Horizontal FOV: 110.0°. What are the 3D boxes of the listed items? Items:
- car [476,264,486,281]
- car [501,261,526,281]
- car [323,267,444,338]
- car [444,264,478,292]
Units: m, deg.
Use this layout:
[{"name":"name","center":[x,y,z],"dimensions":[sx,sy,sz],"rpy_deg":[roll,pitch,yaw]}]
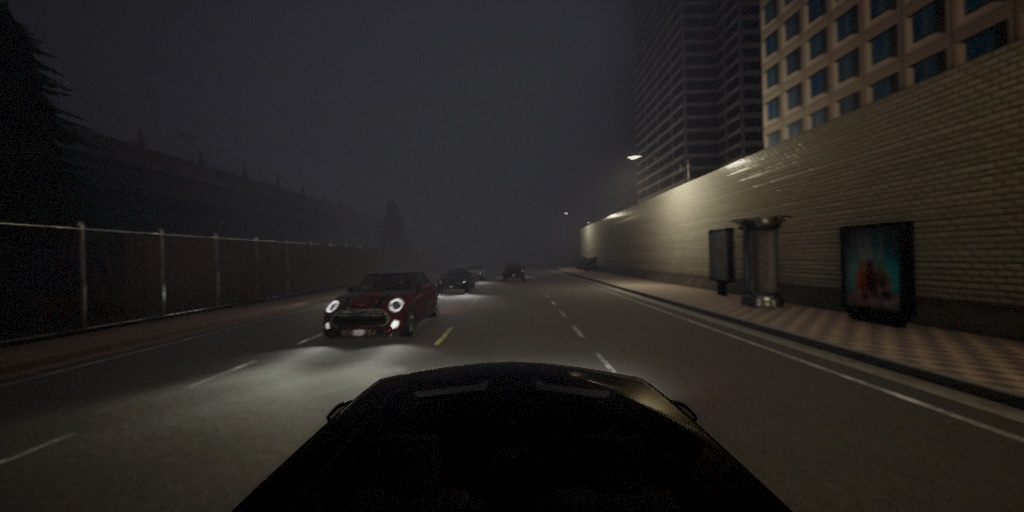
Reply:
[{"name":"car","center":[-3.430,1.496,32.961],"dimensions":[1.812,1.442,4.674],"rpy_deg":[-1,0,1]},{"name":"car","center":[0.140,1.404,31.827],"dimensions":[1.812,1.442,4.674],"rpy_deg":[-1,0,1]},{"name":"car","center":[-3.622,1.231,10.711],"dimensions":[2.097,1.767,4.553],"rpy_deg":[-1,0,0]},{"name":"car","center":[-3.464,1.496,22.848],"dimensions":[1.812,1.442,4.674],"rpy_deg":[-1,0,0]}]
